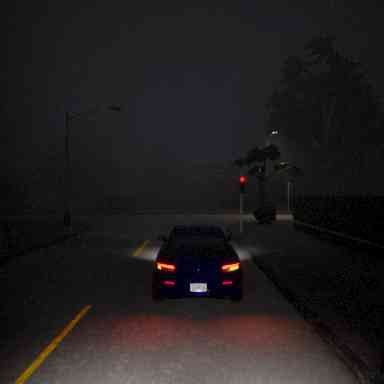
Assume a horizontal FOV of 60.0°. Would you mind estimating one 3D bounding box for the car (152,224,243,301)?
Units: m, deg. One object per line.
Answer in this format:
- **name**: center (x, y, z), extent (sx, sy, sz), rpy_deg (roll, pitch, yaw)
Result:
- **car**: center (0.122, 1.526, 8.192), extent (1.812, 1.442, 4.674), rpy_deg (0, 0, 0)
